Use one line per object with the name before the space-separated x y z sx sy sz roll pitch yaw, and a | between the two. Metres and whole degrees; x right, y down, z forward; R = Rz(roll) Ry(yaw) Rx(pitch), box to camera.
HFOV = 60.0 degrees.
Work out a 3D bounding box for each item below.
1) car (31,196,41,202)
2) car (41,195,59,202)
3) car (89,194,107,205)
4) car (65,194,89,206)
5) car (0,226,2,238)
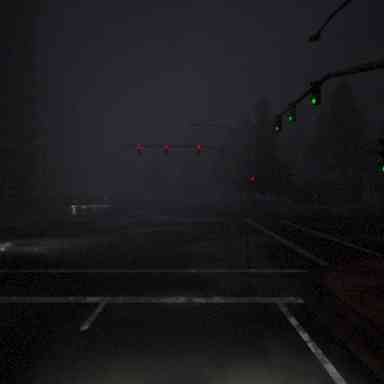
car | -30.511 1.258 61.207 4.181 1.385 1.994 0 0 26
car | -27.660 1.273 63.702 4.718 1.301 1.895 0 0 30
car | -15.241 1.084 52.721 2.097 1.767 4.553 0 0 -38
car | -17.713 1.250 50.277 1.837 1.490 4.892 0 0 -37
car | -10.614 1.327 14.044 4.553 1.767 2.097 0 0 0
